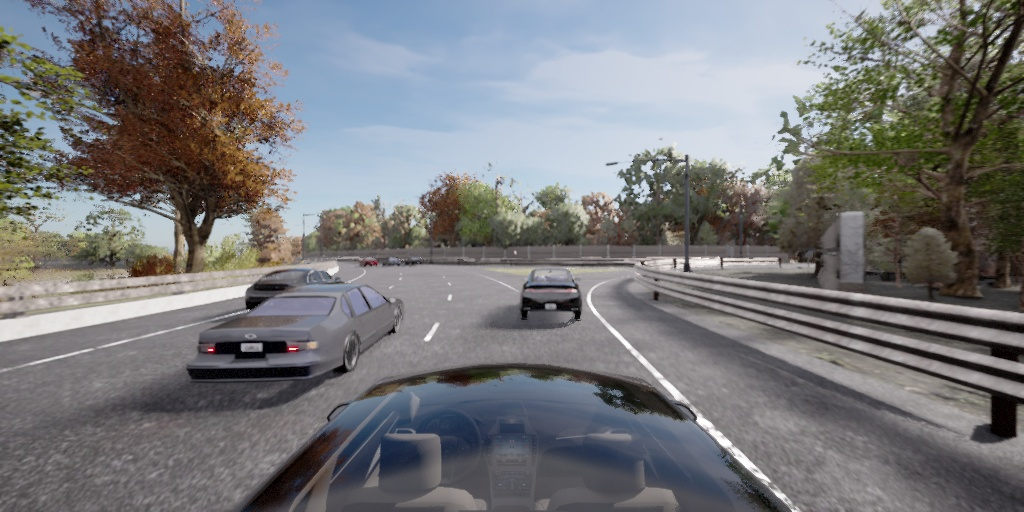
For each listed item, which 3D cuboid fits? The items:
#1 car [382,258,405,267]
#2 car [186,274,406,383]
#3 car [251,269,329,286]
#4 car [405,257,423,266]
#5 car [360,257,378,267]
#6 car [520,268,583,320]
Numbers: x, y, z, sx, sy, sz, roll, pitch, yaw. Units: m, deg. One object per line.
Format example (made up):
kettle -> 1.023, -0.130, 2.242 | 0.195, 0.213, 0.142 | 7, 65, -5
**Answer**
car -> -19.459, 0.975, 57.900 | 2.033, 1.411, 5.357 | 0, 0, -34
car -> -3.687, 1.271, 7.381 | 2.033, 1.411, 5.357 | 0, 0, -3
car -> -7.799, 1.201, 13.423 | 1.837, 1.490, 4.892 | 0, 0, -7
car -> -16.471, 0.881, 59.721 | 1.882, 1.535, 5.008 | 0, 0, -34
car -> -22.448, 0.928, 56.078 | 1.882, 1.535, 5.008 | 0, 0, -34
car -> 1.335, 1.163, 12.282 | 2.128, 1.511, 4.902 | 0, 0, 6
